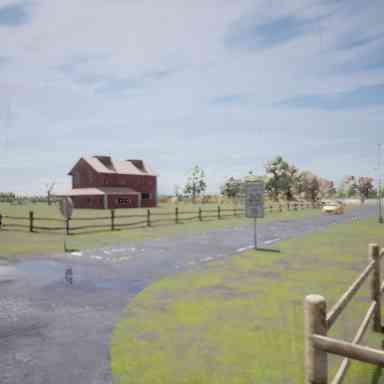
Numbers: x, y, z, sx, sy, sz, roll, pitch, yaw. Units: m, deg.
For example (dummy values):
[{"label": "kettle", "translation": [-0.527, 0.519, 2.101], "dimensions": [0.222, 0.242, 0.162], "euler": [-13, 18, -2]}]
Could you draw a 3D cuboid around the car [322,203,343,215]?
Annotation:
[{"label": "car", "translation": [19.483, 2.315, 45.984], "dimensions": [1.882, 1.535, 5.008], "euler": [-2, -2, 35]}]
